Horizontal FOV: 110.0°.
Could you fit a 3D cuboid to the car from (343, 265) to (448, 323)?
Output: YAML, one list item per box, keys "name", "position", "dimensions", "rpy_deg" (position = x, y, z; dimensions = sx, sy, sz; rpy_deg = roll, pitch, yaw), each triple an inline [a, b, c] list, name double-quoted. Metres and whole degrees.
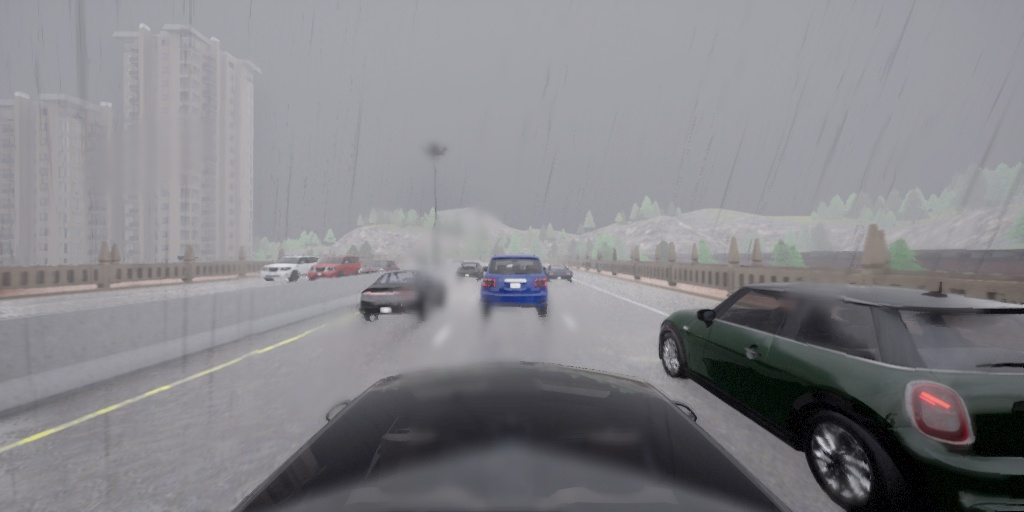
- name: "car"
  position: [-3.400, 1.241, 12.091]
  dimensions: [2.128, 1.511, 4.902]
  rpy_deg: [0, 0, 0]

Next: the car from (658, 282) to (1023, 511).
- name: "car"
  position: [3.600, 1.102, 4.427]
  dimensions: [2.097, 1.767, 4.553]
  rpy_deg: [0, 0, 0]

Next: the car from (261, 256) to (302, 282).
- name: "car"
  position: [-17.594, 0.974, 29.101]
  dimensions: [2.150, 2.045, 5.566]
  rpy_deg: [0, 0, 0]

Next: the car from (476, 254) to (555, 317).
- name: "car"
  position: [0.100, 0.970, 13.274]
  dimensions: [2.150, 2.045, 5.566]
  rpy_deg: [0, 0, 0]

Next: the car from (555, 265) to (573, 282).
- name: "car"
  position: [3.602, 1.352, 28.952]
  dimensions: [1.895, 1.301, 4.718]
  rpy_deg: [0, 0, 0]

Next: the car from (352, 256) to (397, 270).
- name: "car"
  position: [-10.594, 1.104, 28.751]
  dimensions: [2.097, 1.767, 4.553]
  rpy_deg: [0, 0, 0]

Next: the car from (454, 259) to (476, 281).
- name: "car"
  position: [-3.399, 1.257, 30.239]
  dimensions: [1.837, 1.490, 4.892]
  rpy_deg: [0, 0, 0]

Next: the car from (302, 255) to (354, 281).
- name: "car"
  position: [-14.095, 0.974, 29.018]
  dimensions: [2.150, 2.045, 5.566]
  rpy_deg: [0, 0, 0]
